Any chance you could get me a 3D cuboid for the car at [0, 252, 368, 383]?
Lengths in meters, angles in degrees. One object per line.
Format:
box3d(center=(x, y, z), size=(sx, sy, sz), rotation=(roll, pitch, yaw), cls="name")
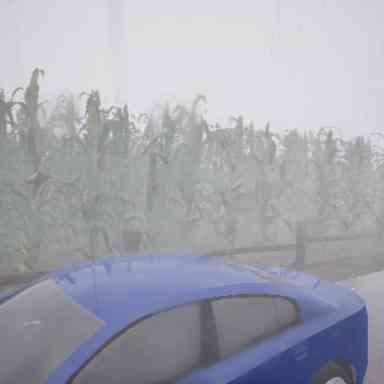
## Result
box3d(center=(-0.567, 1.327, 2.613), size=(5.008, 1.535, 1.882), rotation=(0, 3, -36), cls="car")
